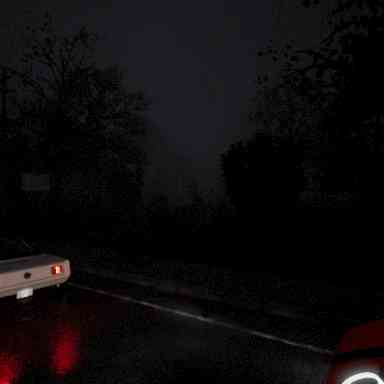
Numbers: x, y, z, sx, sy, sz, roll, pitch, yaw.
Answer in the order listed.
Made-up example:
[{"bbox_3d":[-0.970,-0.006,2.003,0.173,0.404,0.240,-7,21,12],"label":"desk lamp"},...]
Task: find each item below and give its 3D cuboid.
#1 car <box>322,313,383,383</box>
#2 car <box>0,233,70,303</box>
[{"bbox_3d":[3.101,1.353,1.815,4.553,1.767,2.097,0,0,35],"label":"car"},{"bbox_3d":[-4.920,1.598,7.494,4.718,1.301,1.895,0,0,35],"label":"car"}]
